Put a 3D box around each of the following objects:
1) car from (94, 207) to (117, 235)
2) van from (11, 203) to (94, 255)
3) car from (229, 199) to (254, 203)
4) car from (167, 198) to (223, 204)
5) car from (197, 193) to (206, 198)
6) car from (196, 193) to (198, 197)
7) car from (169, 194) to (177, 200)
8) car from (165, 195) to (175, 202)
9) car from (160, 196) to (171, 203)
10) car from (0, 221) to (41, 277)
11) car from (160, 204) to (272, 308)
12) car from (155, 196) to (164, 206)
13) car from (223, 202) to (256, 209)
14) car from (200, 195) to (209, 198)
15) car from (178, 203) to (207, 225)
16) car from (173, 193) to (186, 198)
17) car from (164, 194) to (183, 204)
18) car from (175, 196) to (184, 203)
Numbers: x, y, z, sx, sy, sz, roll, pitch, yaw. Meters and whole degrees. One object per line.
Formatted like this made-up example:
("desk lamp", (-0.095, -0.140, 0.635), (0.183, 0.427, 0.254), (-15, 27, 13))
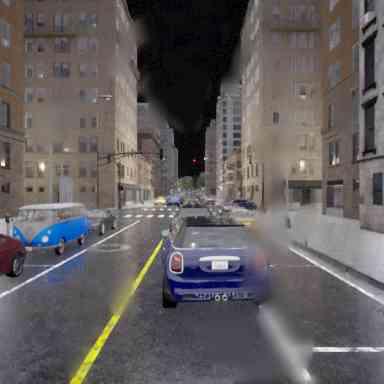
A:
("car", (-5.363, 1.549, 18.399), (2.008, 1.369, 4.403), (0, 0, 0))
("van", (-5.373, 1.340, 12.993), (1.690, 1.788, 3.998), (0, 0, 0))
("car", (4.873, 1.493, 37.598), (4.674, 1.442, 1.812), (0, 0, -13))
("car", (0.101, 1.351, 15.474), (2.097, 1.767, 4.553), (0, 0, 0))
("car", (2.749, 1.431, 73.397), (1.967, 1.590, 4.097), (0, 0, 0))
("car", (2.766, 1.302, 84.761), (2.192, 1.841, 5.009), (0, 0, 0))
("car", (-5.250, 1.426, 90.450), (1.967, 1.590, 4.097), (0, 0, 0))
("car", (-5.268, 1.540, 79.088), (2.008, 1.369, 4.403), (0, 0, 0))
("car", (-5.285, 1.559, 67.725), (1.947, 1.339, 4.313), (0, 0, 0))
("car", (-5.382, 1.581, 7.587), (1.802, 1.307, 4.206), (0, 0, 0))
("car", (0.318, 1.351, 8.153), (2.097, 1.767, 4.553), (0, 0, -5))
("car", (-5.303, 1.521, 56.193), (1.752, 1.417, 4.829), (0, 0, 0))
("car", (2.671, 1.524, 18.558), (1.752, 1.417, 4.829), (0, 0, 0))
("car", (2.714, 1.547, 50.670), (2.008, 1.369, 4.403), (0, 0, 0))
("car", (0.056, 1.562, 25.135), (1.994, 1.385, 4.181), (0, 0, 0))
("car", (-2.729, 1.216, 60.530), (2.150, 2.045, 5.566), (0, 0, 1))
("car", (-2.766, 1.474, 50.542), (1.882, 1.535, 5.008), (0, 0, 0))
("car", (-2.643, 1.516, 70.636), (1.812, 1.442, 4.674), (0, 0, 0))
